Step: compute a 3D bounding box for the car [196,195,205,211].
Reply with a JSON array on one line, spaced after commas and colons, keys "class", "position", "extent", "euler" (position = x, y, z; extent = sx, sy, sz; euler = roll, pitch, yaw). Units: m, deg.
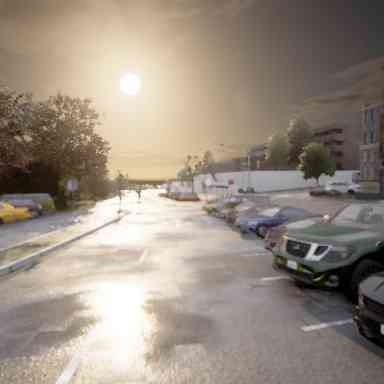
[{"class": "car", "position": [3.493, 1.328, 32.016], "extent": [5.366, 1.575, 1.946], "euler": [1, 0, -24]}]

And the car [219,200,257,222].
[{"class": "car", "position": [4.311, 1.427, 20.030], "extent": [4.674, 1.452, 2.002], "euler": [1, 0, -23]}]

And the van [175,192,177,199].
[{"class": "van", "position": [-0.923, 1.115, 75.658], "extent": [4.442, 1.987, 1.878], "euler": [0, 1, -29]}]

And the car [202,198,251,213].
[{"class": "car", "position": [3.639, 1.355, 35.074], "extent": [4.792, 1.488, 2.163], "euler": [1, 0, -24]}]

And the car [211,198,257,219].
[{"class": "car", "position": [4.187, 1.375, 23.045], "extent": [4.892, 1.521, 2.231], "euler": [1, 1, -23]}]

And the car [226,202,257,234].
[{"class": "car", "position": [4.437, 1.441, 17.008], "extent": [4.674, 1.452, 2.002], "euler": [1, 1, -22]}]

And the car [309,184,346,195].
[{"class": "car", "position": [18.628, -0.006, 46.818], "extent": [2.002, 1.452, 4.674], "euler": [-7, 4, -29]}]

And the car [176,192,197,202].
[{"class": "car", "position": [-0.410, 1.234, 72.726], "extent": [4.553, 1.767, 2.185], "euler": [0, 0, -29]}]

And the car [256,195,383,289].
[{"class": "car", "position": [4.661, 1.191, 7.932], "extent": [5.566, 2.045, 2.435], "euler": [1, 1, -21]}]

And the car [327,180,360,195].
[{"class": "car", "position": [21.589, -0.587, 47.247], "extent": [2.435, 2.045, 5.566], "euler": [-7, 4, -29]}]

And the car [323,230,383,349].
[{"class": "car", "position": [4.735, 1.457, 4.926], "extent": [5.008, 1.535, 2.097], "euler": [1, 1, -21]}]

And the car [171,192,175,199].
[{"class": "car", "position": [-1.307, 1.072, 78.672], "extent": [5.566, 2.045, 2.435], "euler": [0, 1, -29]}]

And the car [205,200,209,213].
[{"class": "car", "position": [3.885, 1.221, 29.088], "extent": [4.553, 1.767, 2.185], "euler": [1, 1, -24]}]

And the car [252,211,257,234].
[{"class": "car", "position": [4.614, 1.469, 10.973], "extent": [4.674, 1.452, 2.002], "euler": [1, 0, -22]}]

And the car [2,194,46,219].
[{"class": "car", "position": [-14.302, 1.278, 26.449], "extent": [4.553, 1.767, 2.185], "euler": [-1, 1, -23]}]

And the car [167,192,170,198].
[{"class": "car", "position": [-3.182, 1.004, 90.576], "extent": [5.566, 2.045, 2.435], "euler": [0, 0, -29]}]

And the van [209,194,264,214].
[{"class": "van", "position": [3.924, 1.133, 26.012], "extent": [4.442, 1.987, 1.878], "euler": [1, 1, -23]}]

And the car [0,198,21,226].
[{"class": "car", "position": [-13.853, 1.421, 20.599], "extent": [5.366, 1.575, 1.946], "euler": [-1, 0, -22]}]

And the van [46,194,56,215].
[{"class": "van", "position": [-14.411, 1.165, 29.441], "extent": [4.442, 1.987, 1.878], "euler": [-1, 0, -23]}]

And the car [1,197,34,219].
[{"class": "car", "position": [-14.339, 1.415, 23.409], "extent": [5.366, 1.575, 1.946], "euler": [-1, 1, -23]}]
